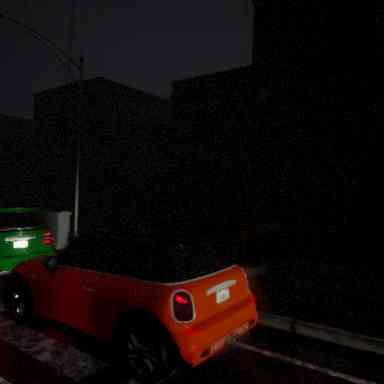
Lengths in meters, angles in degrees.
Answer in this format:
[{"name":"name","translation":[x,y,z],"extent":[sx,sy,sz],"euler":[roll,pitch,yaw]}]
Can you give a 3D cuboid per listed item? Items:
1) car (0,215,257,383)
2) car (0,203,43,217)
[{"name":"car","translation":[-1.287,1.421,5.748],"extent":[4.553,1.767,2.097],"euler":[0,-1,37]},{"name":"car","translation":[-6.141,1.342,9.386],"extent":[5.566,2.045,2.150],"euler":[-1,-1,37]}]
